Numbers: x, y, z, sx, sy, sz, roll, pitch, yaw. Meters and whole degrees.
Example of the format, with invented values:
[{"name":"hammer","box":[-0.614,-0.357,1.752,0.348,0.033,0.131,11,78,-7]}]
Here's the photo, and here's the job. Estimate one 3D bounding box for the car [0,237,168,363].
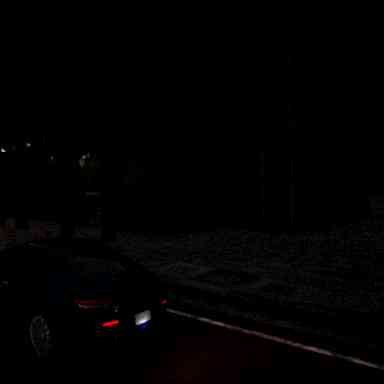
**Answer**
[{"name":"car","box":[-2.522,1.549,5.899,4.674,1.442,1.812,0,0,36]}]
